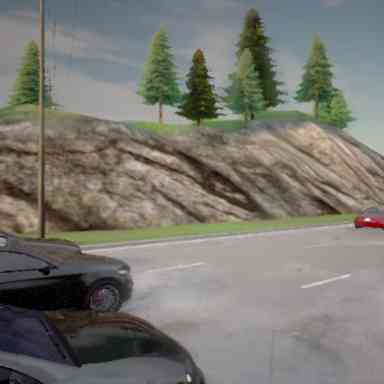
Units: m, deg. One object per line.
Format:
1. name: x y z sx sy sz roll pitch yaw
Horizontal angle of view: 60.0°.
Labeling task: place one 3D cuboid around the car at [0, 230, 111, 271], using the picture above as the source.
1. car: -3.310 1.528 5.687 4.674 1.442 1.812 0 0 -35

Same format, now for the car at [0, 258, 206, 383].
1. car: -1.895 1.564 2.400 4.181 1.385 1.994 0 0 -35

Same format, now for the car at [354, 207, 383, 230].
1. car: 12.084 1.625 20.971 4.181 1.385 1.994 0 0 -36
